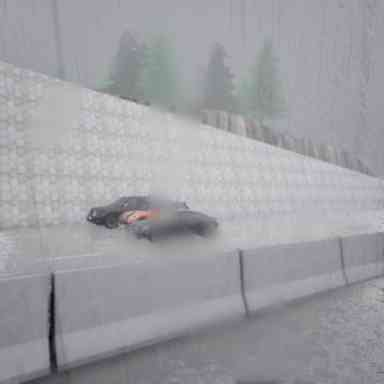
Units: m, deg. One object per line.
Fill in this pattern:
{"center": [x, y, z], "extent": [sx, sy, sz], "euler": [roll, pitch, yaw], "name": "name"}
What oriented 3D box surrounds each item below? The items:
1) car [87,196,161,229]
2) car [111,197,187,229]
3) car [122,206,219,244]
{"center": [-4.126, 1.296, 22.435], "extent": [5.566, 2.045, 2.150], "euler": [1, 0, -36], "name": "car"}
{"center": [-2.028, 1.342, 19.633], "extent": [4.553, 1.767, 2.097], "euler": [1, 0, -36], "name": "car"}
{"center": [-0.759, 1.587, 16.251], "extent": [4.674, 1.442, 1.812], "euler": [1, 0, -35], "name": "car"}
